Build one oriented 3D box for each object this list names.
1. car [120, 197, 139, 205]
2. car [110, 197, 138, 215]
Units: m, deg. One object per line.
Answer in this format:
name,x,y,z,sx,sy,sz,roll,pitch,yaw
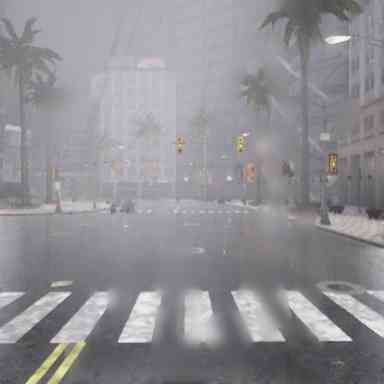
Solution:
car,-11.631,1.577,61.533,1.895,1.301,4.718,0,0,-31
car,-7.088,1.480,34.319,2.128,1.511,4.902,0,0,0
